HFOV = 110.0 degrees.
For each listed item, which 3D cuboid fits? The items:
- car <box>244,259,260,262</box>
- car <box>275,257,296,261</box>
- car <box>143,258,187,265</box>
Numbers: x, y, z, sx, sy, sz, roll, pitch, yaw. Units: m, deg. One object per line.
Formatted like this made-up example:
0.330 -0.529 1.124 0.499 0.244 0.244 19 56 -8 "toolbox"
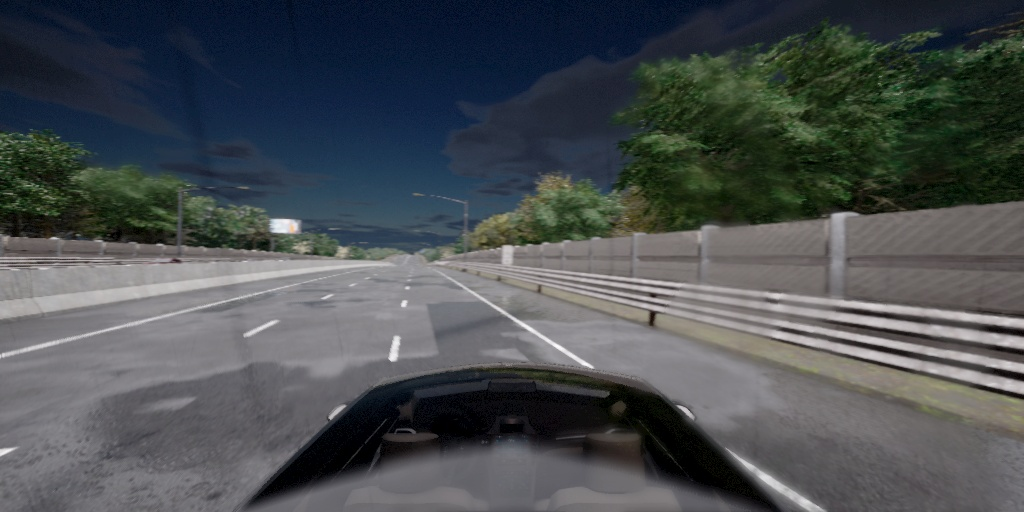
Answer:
-32.690 1.106 45.495 1.994 1.385 4.181 1 -1 -15 "car"
-29.361 0.952 46.606 2.097 1.767 4.553 1 -1 -15 "car"
-33.420 0.914 34.608 1.812 1.442 4.674 1 -1 -15 "car"
